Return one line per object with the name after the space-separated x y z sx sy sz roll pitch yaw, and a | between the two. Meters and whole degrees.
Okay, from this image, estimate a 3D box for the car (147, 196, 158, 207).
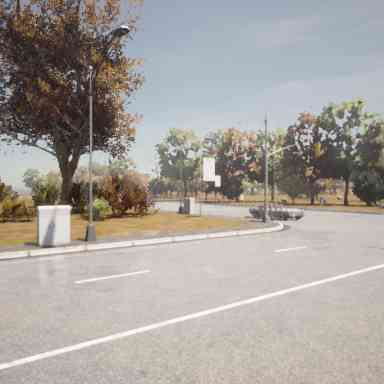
-6.808 1.300 48.849 2.097 1.767 4.553 0 0 -33 | car

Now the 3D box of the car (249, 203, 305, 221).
6.885 1.596 27.316 1.895 1.301 4.718 0 0 -32 | car
